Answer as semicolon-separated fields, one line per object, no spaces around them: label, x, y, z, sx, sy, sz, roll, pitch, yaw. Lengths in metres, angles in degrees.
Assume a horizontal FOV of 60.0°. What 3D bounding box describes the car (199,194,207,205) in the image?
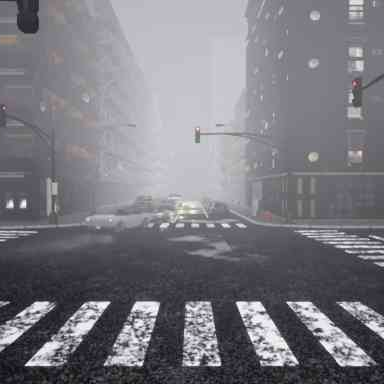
car;2.625;1.523;59.135;1.887;1.381;4.507;-1;0;0

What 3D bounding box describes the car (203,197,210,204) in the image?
car;2.599;1.539;36.978;2.008;1.369;4.403;-1;0;0

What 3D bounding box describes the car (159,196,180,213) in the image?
car;-2.801;1.535;37.942;2.033;1.411;5.357;0;0;0

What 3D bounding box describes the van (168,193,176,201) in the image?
van;-5.225;1.302;86.881;1.690;1.788;3.998;-1;0;0

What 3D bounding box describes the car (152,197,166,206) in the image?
car;-5.261;1.563;53.658;1.802;1.307;4.206;-1;0;0

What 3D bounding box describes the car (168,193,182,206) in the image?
car;-2.771;1.201;53.529;2.150;2.045;5.566;0;0;0

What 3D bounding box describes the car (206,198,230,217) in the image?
car;2.593;1.572;31.439;1.802;1.307;4.206;-1;0;0

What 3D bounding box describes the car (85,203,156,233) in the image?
car;-4.254;1.595;19.989;1.895;1.301;4.718;0;0;21

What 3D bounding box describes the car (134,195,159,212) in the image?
car;-5.284;1.303;37.046;2.192;1.841;5.009;-1;0;0

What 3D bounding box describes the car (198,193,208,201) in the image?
car;2.649;1.280;81.292;2.192;1.841;5.009;-1;0;0

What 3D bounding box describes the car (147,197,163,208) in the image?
car;-5.269;1.508;47.951;1.752;1.417;4.829;-1;0;0

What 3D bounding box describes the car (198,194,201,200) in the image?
car;2.645;1.551;75.752;1.802;1.307;4.206;-1;0;0

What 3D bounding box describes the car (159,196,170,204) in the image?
car;-5.248;1.557;64.732;1.802;1.307;4.206;-1;0;0

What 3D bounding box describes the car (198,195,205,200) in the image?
car;2.665;1.539;92.370;1.802;1.307;4.206;-1;0;0
